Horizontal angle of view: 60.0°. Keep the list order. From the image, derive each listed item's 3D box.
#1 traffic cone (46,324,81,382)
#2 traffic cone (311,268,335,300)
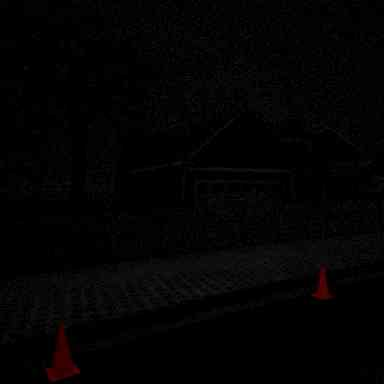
[{"bbox_3d":[-1.600,1.934,4.120,0.340,0.580,0.340,-1,1,-34],"label":"traffic cone"},{"bbox_3d":[2.718,1.868,6.902,0.340,0.580,0.340,-1,1,-31],"label":"traffic cone"}]
